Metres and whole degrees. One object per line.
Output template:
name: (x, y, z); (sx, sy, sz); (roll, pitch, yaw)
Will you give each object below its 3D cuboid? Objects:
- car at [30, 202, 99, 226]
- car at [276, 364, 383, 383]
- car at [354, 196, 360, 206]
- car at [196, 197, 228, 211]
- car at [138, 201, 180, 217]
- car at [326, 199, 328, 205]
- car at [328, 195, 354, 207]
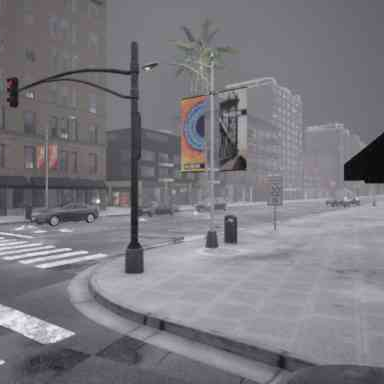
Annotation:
car: (-8.891, 1.511, 23.523); (1.837, 1.490, 4.892); (0, 0, 35)
car: (2.251, 1.551, 1.245); (4.403, 1.369, 2.008); (0, 0, 35)
car: (29.171, 1.499, 60.385); (2.097, 1.767, 4.553); (0, 0, 33)
car: (2.362, 1.395, 39.523); (2.097, 1.767, 4.553); (0, 0, 35)
car: (-3.278, 1.571, 31.509); (2.033, 1.411, 5.357); (0, 0, 35)
car: (26.362, 1.705, 62.052); (1.994, 1.385, 4.181); (0, 0, 35)
car: (23.502, 1.470, 52.325); (2.097, 1.767, 4.553); (0, 0, 35)
